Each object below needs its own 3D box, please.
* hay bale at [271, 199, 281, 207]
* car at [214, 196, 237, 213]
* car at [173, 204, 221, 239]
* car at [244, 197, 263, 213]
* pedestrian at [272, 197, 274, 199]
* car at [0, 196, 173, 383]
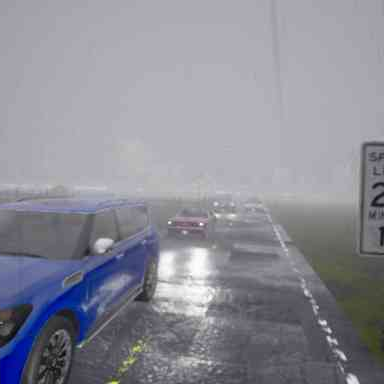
[{"bbox_3d":[12.281,1.597,48.662,1.220,1.180,1.240,2,1,11],"label":"hay bale"},{"bbox_3d":[3.422,1.169,33.911,2.097,1.767,4.553,2,1,11],"label":"car"},{"bbox_3d":[0.111,1.468,16.857,1.895,1.301,4.718,2,1,11],"label":"car"},{"bbox_3d":[6.646,1.497,35.597,1.895,1.301,4.718,2,1,11],"label":"car"},{"bbox_3d":[12.205,1.170,49.823,0.500,1.100,0.500,1,1,10],"label":"pedestrian"},{"bbox_3d":[-2.083,1.120,5.263,2.150,2.045,5.566,2,0,10],"label":"car"}]
